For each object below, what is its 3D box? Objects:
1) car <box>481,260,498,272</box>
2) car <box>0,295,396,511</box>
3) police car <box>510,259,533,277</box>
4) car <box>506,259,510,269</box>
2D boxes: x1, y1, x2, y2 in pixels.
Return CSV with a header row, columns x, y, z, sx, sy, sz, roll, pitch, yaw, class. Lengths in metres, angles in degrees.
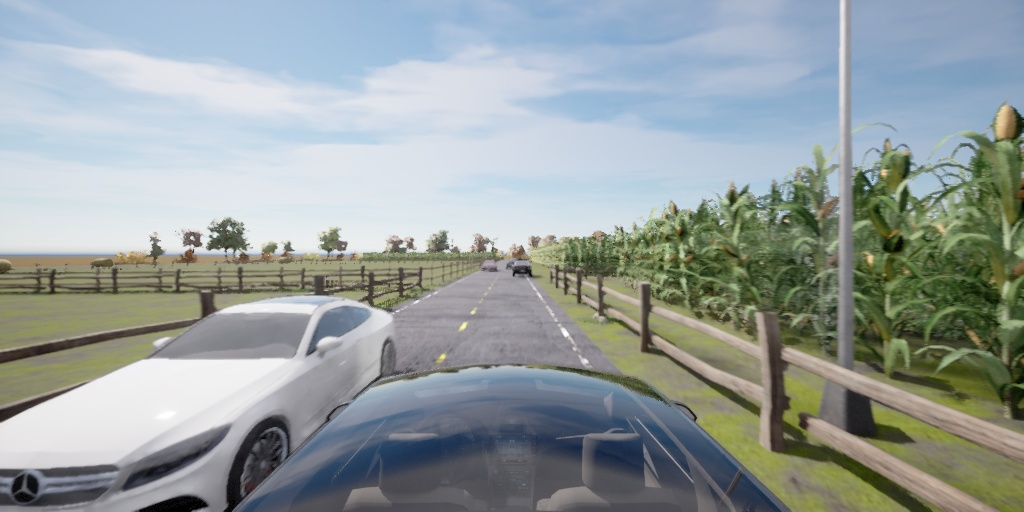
x,y,z,sx,sy,sz,roll,pitch,yaw,class
-2.821,1.252,45.510,1.812,1.442,4.674,0,0,0,car
-2.849,1.274,4.395,1.812,1.442,4.674,0,0,0,car
0.971,1.156,35.345,1.930,1.638,5.238,0,0,0,police car
0.014,1.215,53.908,2.128,1.511,4.902,0,0,0,car
